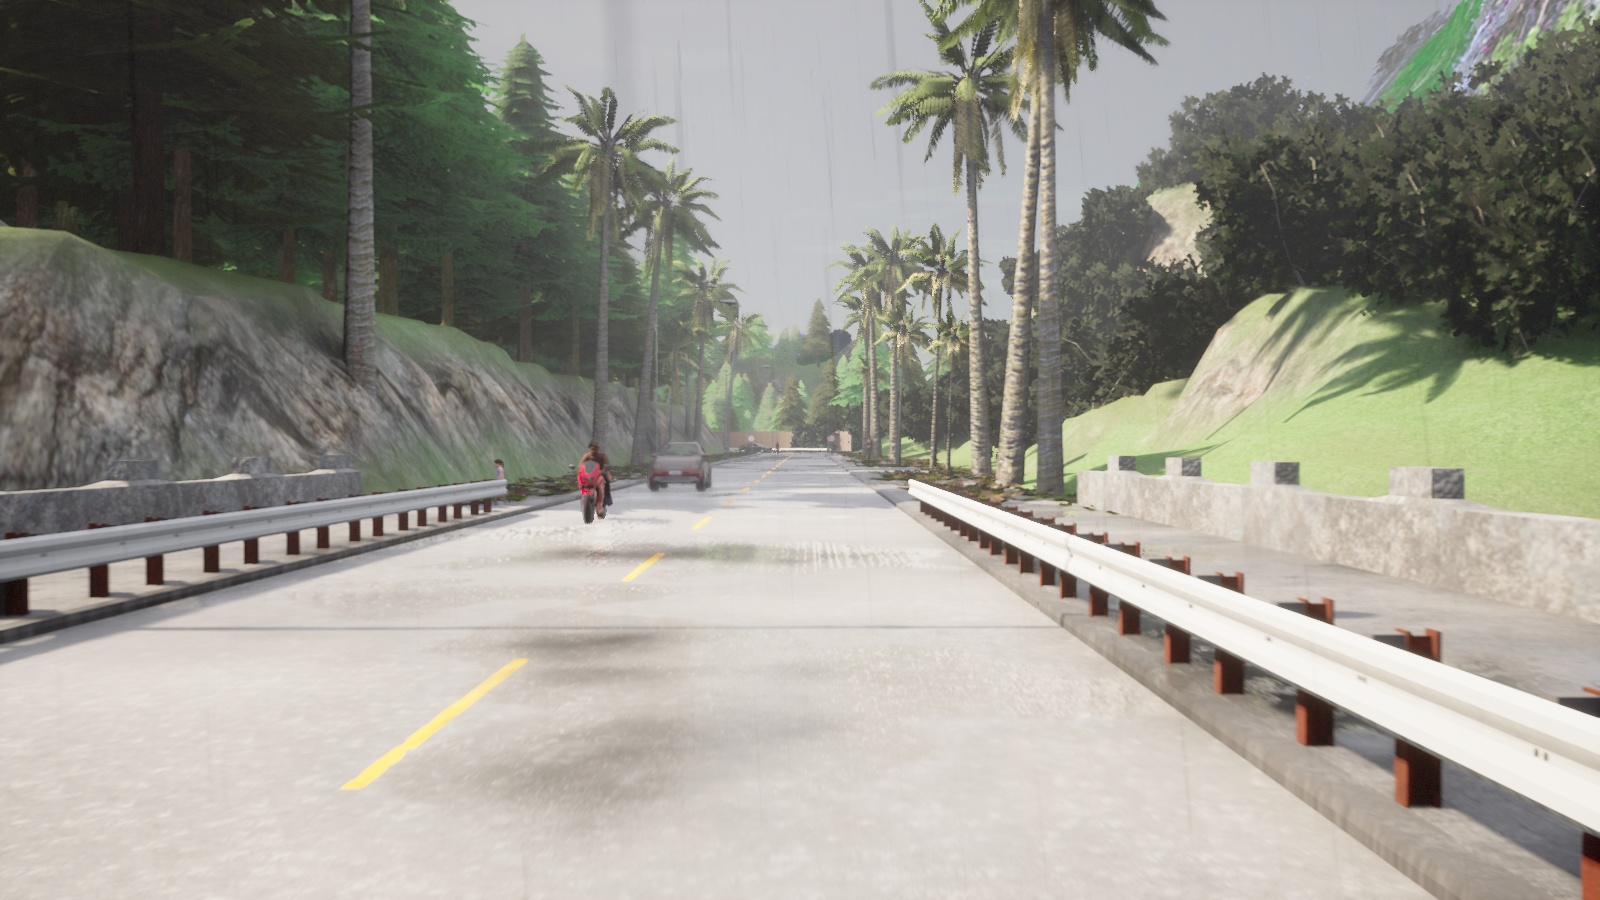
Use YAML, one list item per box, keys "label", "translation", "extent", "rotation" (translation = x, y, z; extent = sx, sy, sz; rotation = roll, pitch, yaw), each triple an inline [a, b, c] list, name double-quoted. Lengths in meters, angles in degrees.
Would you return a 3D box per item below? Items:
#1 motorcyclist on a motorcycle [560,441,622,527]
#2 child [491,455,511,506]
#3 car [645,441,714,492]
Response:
- label: "motorcyclist on a motorcycle"
  translation: [-3.847, 0.593, 23.302]
  extent: [0.797, 1.523, 2.044]
  rotation: [0, 1, 0]
- label: "child"
  translation: [-6.641, 0.672, 27.859]
  extent: [0.394, 1.110, 0.255]
  rotation: [0, 0, -22]
- label: "car"
  translation: [-3.750, 0.504, 39.505]
  extent: [1.789, 1.549, 3.705]
  rotation: [0, 0, 0]
